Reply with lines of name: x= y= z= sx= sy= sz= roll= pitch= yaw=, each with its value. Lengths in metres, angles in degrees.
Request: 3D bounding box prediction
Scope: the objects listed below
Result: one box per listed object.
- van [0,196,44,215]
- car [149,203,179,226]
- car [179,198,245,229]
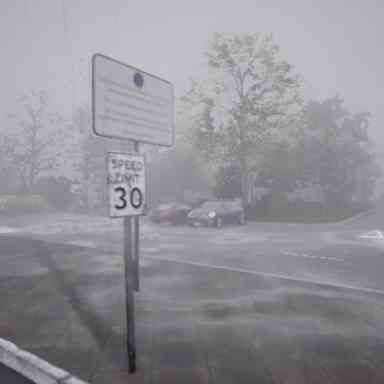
van: x=-18.121 y=1.354 z=35.080 sx=1.878 sy=1.987 sz=4.442 roll=-1 pitch=-1 yaw=35
car: x=-1.027 y=1.482 z=23.233 sx=2.002 sy=1.452 sz=4.674 roll=0 pitch=0 yaw=35
car: x=1.597 y=1.316 z=21.453 sx=2.185 sy=1.767 sz=4.553 roll=0 pitch=0 yaw=35
